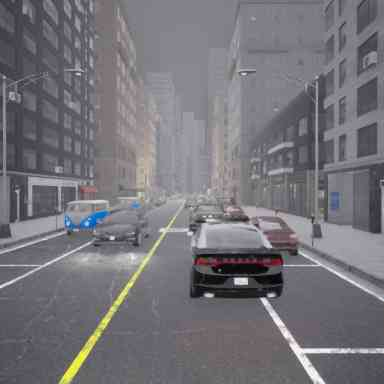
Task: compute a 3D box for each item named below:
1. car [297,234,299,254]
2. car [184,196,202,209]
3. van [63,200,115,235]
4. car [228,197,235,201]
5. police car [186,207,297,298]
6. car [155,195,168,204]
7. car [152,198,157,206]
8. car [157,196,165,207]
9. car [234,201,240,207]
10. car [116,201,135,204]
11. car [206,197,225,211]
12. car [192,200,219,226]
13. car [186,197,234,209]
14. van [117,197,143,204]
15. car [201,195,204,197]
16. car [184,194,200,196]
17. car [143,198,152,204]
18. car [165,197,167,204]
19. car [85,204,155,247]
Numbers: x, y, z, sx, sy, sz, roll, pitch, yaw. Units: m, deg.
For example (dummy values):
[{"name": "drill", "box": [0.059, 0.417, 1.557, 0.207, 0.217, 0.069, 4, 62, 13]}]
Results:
[{"name": "car", "box": [2.849, 1.581, 12.871, 1.802, 1.307, 4.206, 0, 0, 0]}, {"name": "car", "box": [-0.008, 1.569, 45.453, 1.994, 1.385, 4.181, 0, 0, 0]}, {"name": "van", "box": [-5.679, 1.341, 18.369, 1.690, 1.788, 3.998, 0, 0, 0]}, {"name": "car", "box": [2.840, 1.316, 29.375, 2.192, 1.841, 5.009, 0, 0, 0]}, {"name": "police car", "box": [0.895, 1.425, 8.655, 1.930, 1.638, 5.238, 0, 0, 0]}, {"name": "car", "box": [-5.702, 1.452, 62.379, 1.967, 1.590, 4.097, 0, 0, 0]}, {"name": "car", "box": [-5.690, 1.585, 40.374, 1.802, 1.307, 4.206, 0, 0, 0]}, {"name": "car", "box": [-5.696, 1.573, 51.376, 1.947, 1.339, 4.313, 0, 0, 0]}, {"name": "car", "box": [2.844, 1.582, 23.873, 1.802, 1.307, 4.206, 0, 0, 0]}, {"name": "car", "box": [-5.682, 1.551, 23.869, 2.008, 1.369, 4.403, 0, 0, 0]}, {"name": "car", "box": [2.835, 1.443, 40.378, 1.967, 1.590, 4.097, 0, 0, 0]}, {"name": "car", "box": [0.887, 1.455, 24.735, 1.801, 1.575, 5.366, 0, 0, 0]}, {"name": "car", "box": [0.890, 1.351, 18.516, 2.097, 1.767, 4.553, 0, 0, 0]}, {"name": "van", "box": [-5.685, 1.342, 29.371, 1.690, 1.788, 3.998, 0, 0, 0]}, {"name": "car", "box": [2.829, 1.558, 51.380, 2.008, 1.369, 4.403, 0, 0, 0]}, {"name": "car", "box": [-0.030, 1.515, 58.888, 1.837, 1.490, 4.892, 0, 0, 0]}, {"name": "car", "box": [-5.687, 1.568, 34.872, 1.947, 1.339, 4.313, 0, 0, 0]}, {"name": "car", "box": [-5.699, 1.591, 56.877, 1.802, 1.307, 4.206, 0, 0, 0]}, {"name": "car", "box": [-3.008, 1.505, 14.962, 1.837, 1.490, 4.892, 0, 0, 0]}]
